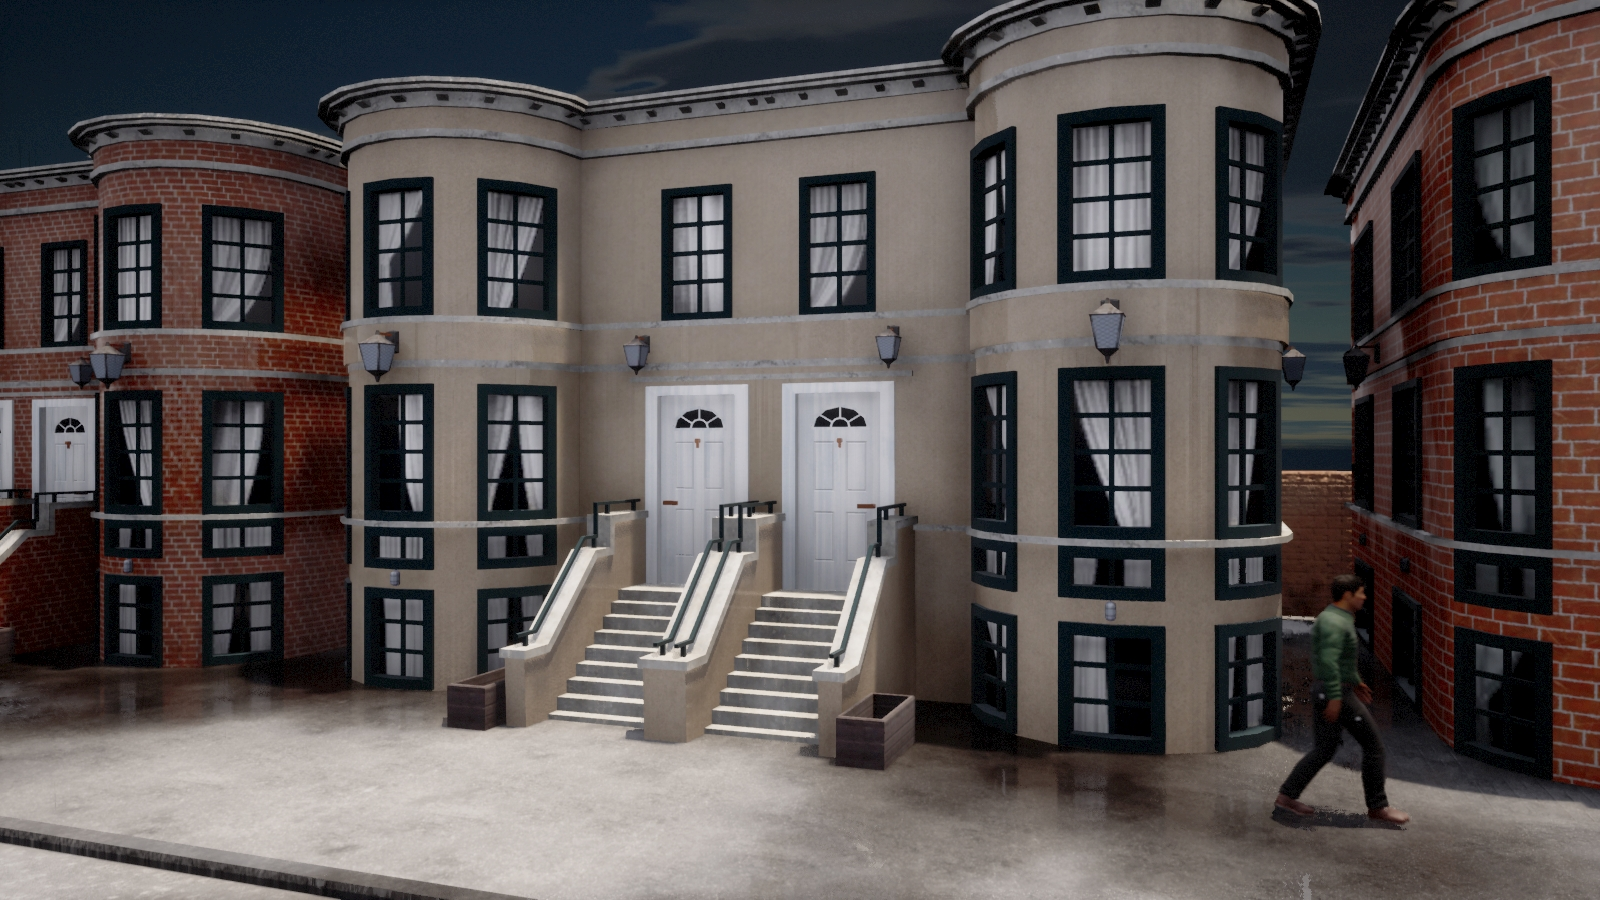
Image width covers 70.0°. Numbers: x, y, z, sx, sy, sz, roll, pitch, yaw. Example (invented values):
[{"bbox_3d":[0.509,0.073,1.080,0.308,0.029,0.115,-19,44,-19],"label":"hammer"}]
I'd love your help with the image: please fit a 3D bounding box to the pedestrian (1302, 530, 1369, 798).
[{"bbox_3d":[3.882,1.524,8.291,0.375,1.860,0.375,0,0,14],"label":"pedestrian"}]
